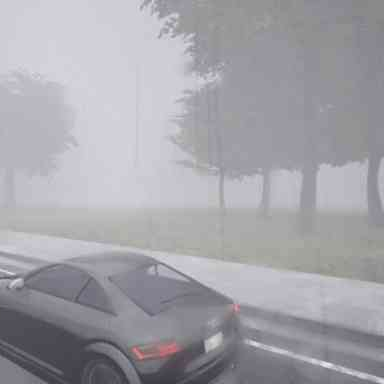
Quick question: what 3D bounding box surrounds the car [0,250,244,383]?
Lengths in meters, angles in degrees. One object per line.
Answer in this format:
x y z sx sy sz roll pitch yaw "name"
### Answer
-1.400 1.548 4.684 4.181 1.385 1.994 0 0 36 "car"
